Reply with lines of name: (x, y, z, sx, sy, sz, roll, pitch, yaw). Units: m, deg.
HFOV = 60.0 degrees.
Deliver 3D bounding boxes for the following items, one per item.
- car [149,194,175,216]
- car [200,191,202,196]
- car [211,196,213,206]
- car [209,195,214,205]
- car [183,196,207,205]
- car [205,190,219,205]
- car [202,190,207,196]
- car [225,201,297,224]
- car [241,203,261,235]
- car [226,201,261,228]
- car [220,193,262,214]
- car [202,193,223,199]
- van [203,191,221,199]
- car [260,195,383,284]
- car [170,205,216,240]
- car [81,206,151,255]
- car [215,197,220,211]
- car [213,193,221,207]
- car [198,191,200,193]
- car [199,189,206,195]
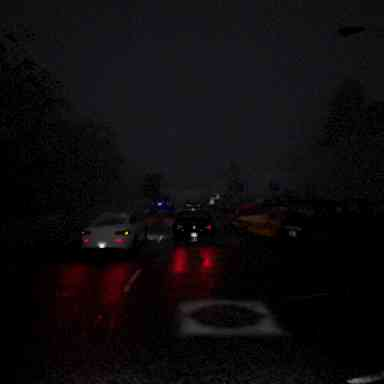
car: (-2.896, 1.201, 32.727, 2.150, 2.045, 5.566, 0, 0, 0)
car: (5.056, 1.082, 78.489, 4.792, 1.488, 2.163, 0, 1, -20)
car: (5.078, 1.507, 39.463, 4.674, 1.452, 2.002, 1, 1, -20)
car: (5.102, 1.485, 42.488, 4.792, 1.488, 2.163, 1, 0, -20)
car: (0.103, 1.472, 33.509, 2.128, 1.511, 4.902, 0, 0, 0)
car: (5.105, 1.192, 45.486, 5.566, 2.045, 2.435, 1, 0, -20)
car: (5.056, 1.125, 54.466, 5.566, 2.045, 2.435, 1, 1, -20)
car: (5.047, 1.481, 24.446, 4.792, 1.488, 2.163, 1, 0, -20)
car: (5.245, 1.446, 15.524, 5.366, 1.575, 1.946, 1, 0, -20)
car: (4.899, 1.440, 18.391, 5.366, 1.575, 1.946, 1, 0, -20)
car: (5.052, 1.197, 21.443, 5.566, 2.045, 2.435, 1, 0, -20)
car: (5.077, 1.050, 81.507, 4.674, 1.452, 2.002, 0, 1, -20)
van: (5.194, 0.701, 87.510, 4.442, 1.987, 1.878, 0, 1, -20)
car: (5.099, 1.203, 9.473, 5.566, 2.045, 2.435, 1, 0, -20)
car: (0.102, 1.560, 16.633, 1.895, 1.301, 4.718, 0, 0, 0)
car: (-2.903, 1.488, 13.048, 1.812, 1.442, 4.674, 0, 0, 0)
car: (5.067, 1.463, 30.463, 5.008, 1.535, 2.097, 1, 0, -20)
car: (5.108, 1.342, 36.474, 4.553, 1.767, 2.185, 1, 0, -20)
car: (5.077, 0.885, 90.453, 4.892, 1.521, 2.231, 1, 1, -20)
car: (5.054, 0.842, 84.477, 4.553, 1.767, 2.185, 0, 1, -20)
